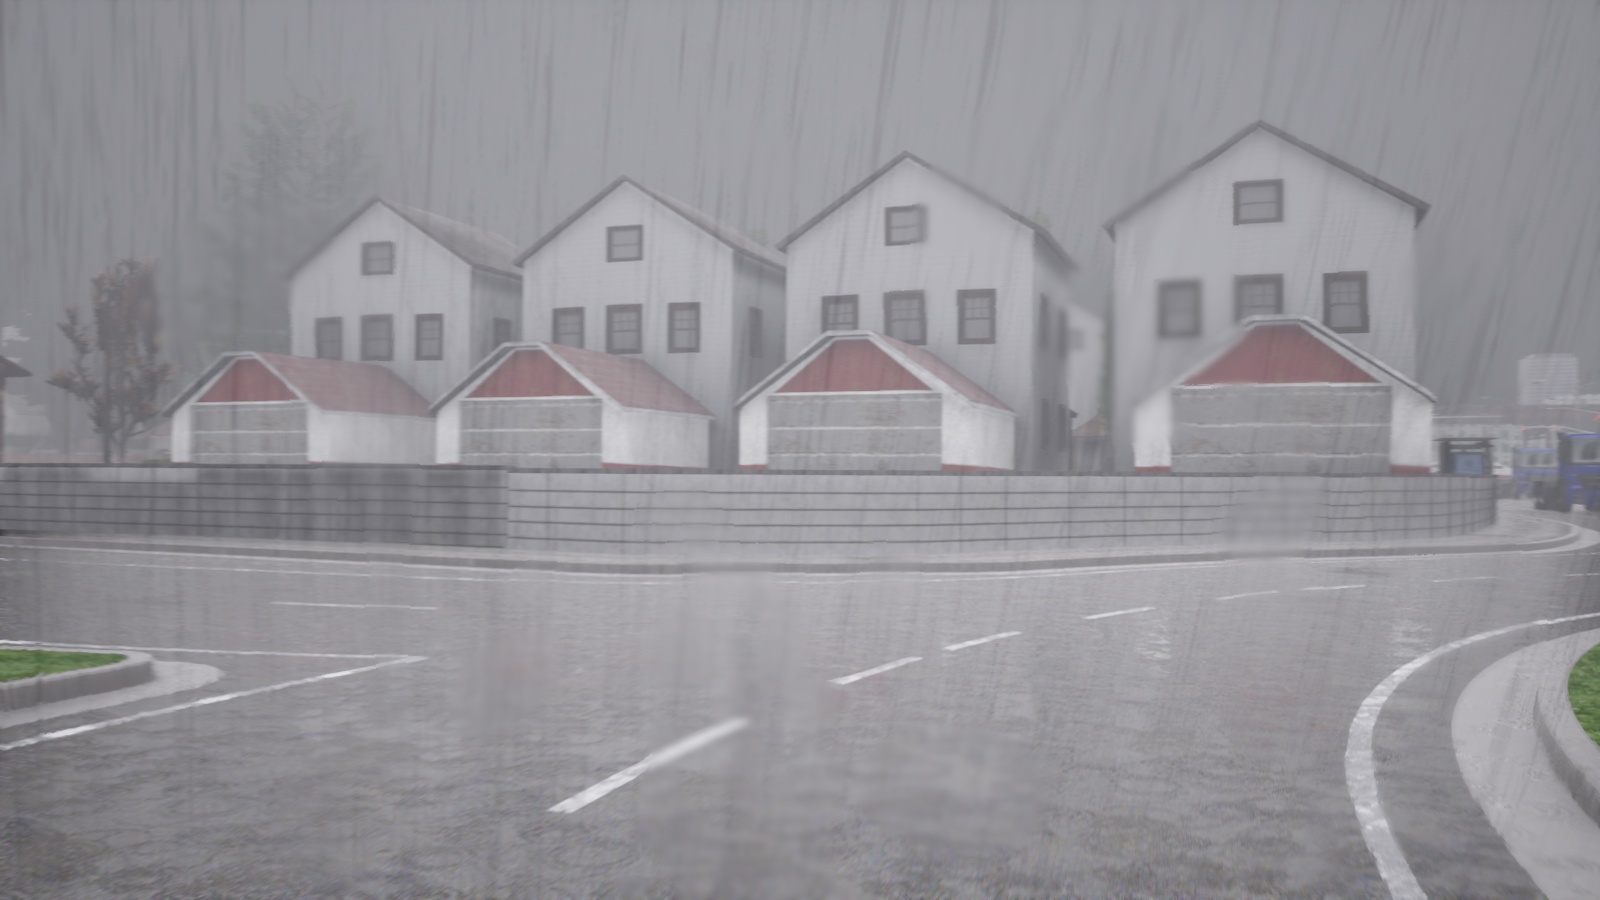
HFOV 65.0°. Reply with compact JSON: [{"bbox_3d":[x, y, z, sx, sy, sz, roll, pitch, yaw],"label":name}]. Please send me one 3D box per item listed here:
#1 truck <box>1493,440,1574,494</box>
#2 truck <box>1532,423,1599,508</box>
[{"bbox_3d":[48.830,1.157,83.851,2.891,3.462,7.936,0,-1,17],"label":"truck"},{"bbox_3d":[34.546,0.698,55.059,2.891,3.462,7.936,0,-1,20],"label":"truck"}]
